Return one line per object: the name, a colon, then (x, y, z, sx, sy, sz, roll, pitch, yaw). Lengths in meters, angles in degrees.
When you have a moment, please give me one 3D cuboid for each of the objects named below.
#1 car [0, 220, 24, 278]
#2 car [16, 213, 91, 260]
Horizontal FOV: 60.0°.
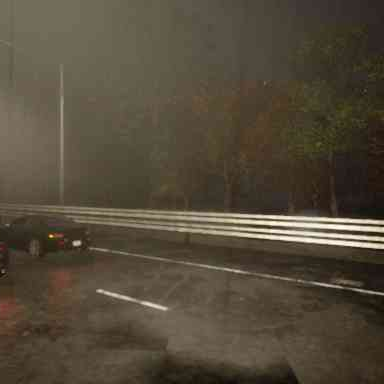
car: (-6.663, 1.498, 8.761, 4.892, 1.490, 1.837, 1, 0, 36)
car: (-5.666, 1.516, 12.367, 4.674, 1.442, 1.812, 0, 0, 36)
